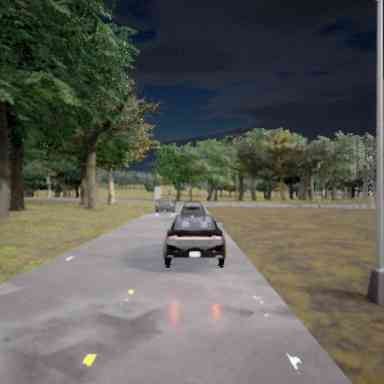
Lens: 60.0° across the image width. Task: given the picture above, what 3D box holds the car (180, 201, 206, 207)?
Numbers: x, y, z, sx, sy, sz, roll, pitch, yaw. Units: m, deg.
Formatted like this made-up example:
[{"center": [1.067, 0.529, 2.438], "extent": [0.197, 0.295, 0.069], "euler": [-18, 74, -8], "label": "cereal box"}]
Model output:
[{"center": [0.081, 1.489, 26.534], "extent": [1.837, 1.490, 4.892], "euler": [0, 0, 0], "label": "car"}]

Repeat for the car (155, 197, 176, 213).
[{"center": [-2.839, 1.363, 36.533], "extent": [2.097, 1.767, 4.553], "euler": [0, 0, 0], "label": "car"}]

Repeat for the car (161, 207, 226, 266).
[{"center": [0.084, 1.477, 11.420], "extent": [2.128, 1.511, 4.902], "euler": [0, 0, 0], "label": "car"}]
